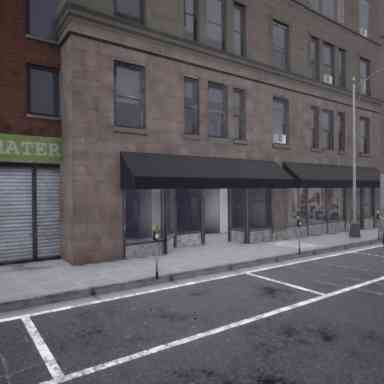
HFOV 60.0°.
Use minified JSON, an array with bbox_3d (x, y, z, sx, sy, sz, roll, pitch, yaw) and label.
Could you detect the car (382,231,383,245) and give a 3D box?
[{"bbox_3d":[9.271,1.538,13.189,4.507,1.381,1.887,0,-1,-36],"label":"car"}]
